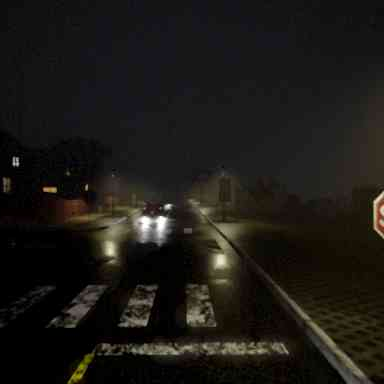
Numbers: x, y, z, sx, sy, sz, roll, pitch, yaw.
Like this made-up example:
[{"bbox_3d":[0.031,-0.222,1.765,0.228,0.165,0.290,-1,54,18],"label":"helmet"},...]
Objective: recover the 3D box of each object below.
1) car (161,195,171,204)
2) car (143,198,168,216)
[{"bbox_3d":[-4.658,1.346,58.409,2.128,1.511,4.902,0,0,-2],"label":"car"},{"bbox_3d":[-3.673,1.547,32.310,1.895,1.301,4.718,0,0,-2],"label":"car"}]
